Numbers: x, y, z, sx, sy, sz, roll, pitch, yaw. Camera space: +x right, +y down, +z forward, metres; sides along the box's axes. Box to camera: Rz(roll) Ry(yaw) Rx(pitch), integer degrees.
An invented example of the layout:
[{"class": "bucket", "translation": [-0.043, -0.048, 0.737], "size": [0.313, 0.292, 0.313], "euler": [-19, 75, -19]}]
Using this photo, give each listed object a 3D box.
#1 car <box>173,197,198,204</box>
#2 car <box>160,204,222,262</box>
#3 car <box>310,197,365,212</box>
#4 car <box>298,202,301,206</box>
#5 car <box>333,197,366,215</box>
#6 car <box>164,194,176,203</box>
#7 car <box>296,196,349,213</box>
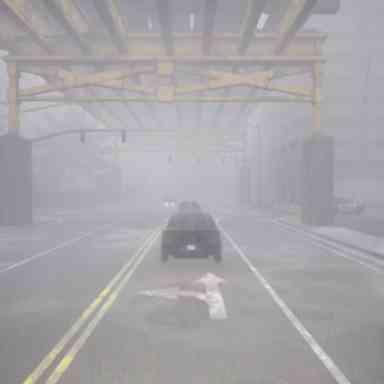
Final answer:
[{"class": "car", "translation": [-0.243, 1.387, 25.769], "size": [2.033, 1.411, 5.357], "euler": [0, 0, -4]}, {"class": "car", "translation": [-0.012, 1.408, 11.898], "size": [1.882, 1.535, 5.008], "euler": [0, 0, 0]}, {"class": "car", "translation": [13.191, 1.106, 30.158], "size": [4.536, 1.218, 1.853], "euler": [0, 0, -20]}, {"class": "car", "translation": [13.500, 1.079, 34.278], "size": [4.536, 1.218, 1.853], "euler": [0, 0, 25]}, {"class": "car", "translation": [13.143, 1.264, 30.140], "size": [4.974, 1.542, 2.038], "euler": [0, 0, -20]}, {"class": "car", "translation": [-3.781, 1.120, 58.175], "size": [2.128, 1.511, 4.902], "euler": [0, 0, 0]}, {"class": "car", "translation": [13.453, 1.237, 34.300], "size": [4.974, 1.542, 2.038], "euler": [0, 0, 25]}]
